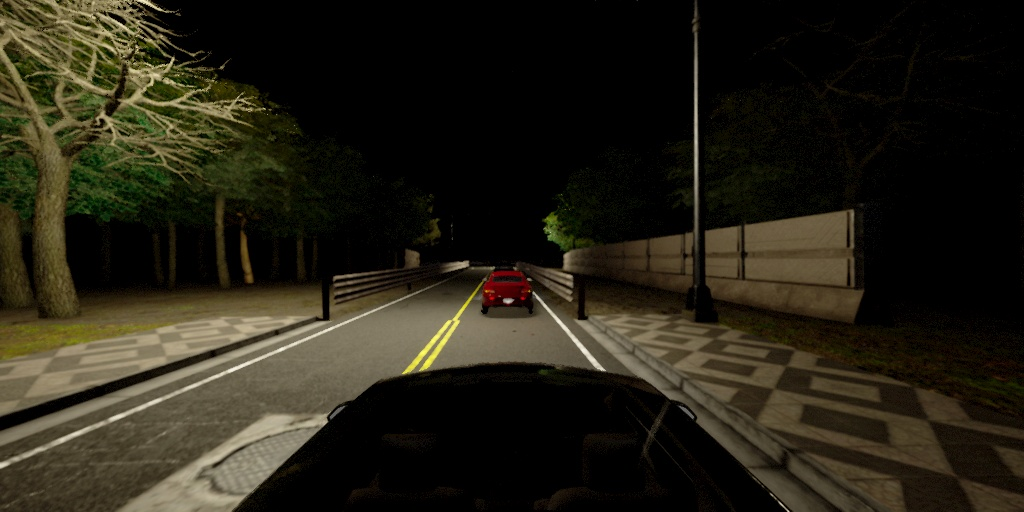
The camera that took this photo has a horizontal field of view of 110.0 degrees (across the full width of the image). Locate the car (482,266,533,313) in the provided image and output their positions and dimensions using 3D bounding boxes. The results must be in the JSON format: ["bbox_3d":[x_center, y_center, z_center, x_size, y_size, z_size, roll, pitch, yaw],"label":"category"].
[{"bbox_3d":[-0.192,1.307,14.122,1.812,1.442,4.674,0,0,-1],"label":"car"}]

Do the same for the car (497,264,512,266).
[{"bbox_3d":[-0.667,1.372,30.017,2.033,1.411,5.357,0,0,-2],"label":"car"}]
